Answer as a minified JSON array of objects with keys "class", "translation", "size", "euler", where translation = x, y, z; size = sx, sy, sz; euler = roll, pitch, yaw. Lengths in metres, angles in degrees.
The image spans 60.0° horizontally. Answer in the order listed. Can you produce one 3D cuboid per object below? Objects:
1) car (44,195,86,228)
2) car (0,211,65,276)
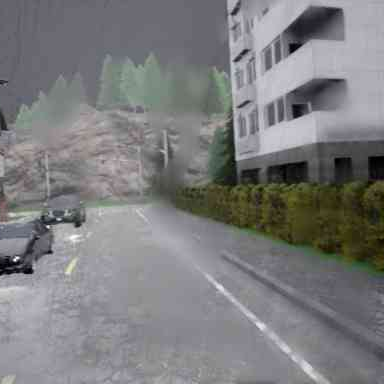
[{"class":"car","translation":[-8.477,1.243,22.395],"size":[2.150,2.045,5.566],"euler":[-4,1,-12]},{"class":"car","translation":[-5.785,1.660,10.903],"size":[2.033,1.411,5.357],"euler":[-4,1,-13]}]
